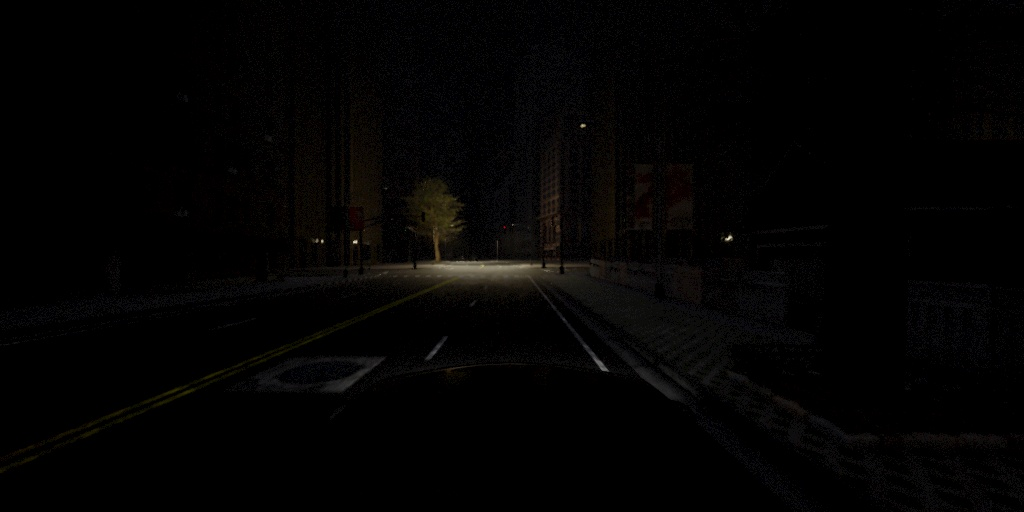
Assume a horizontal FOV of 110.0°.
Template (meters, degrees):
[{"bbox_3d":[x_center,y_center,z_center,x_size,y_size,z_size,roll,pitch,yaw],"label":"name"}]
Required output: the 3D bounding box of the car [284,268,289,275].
[{"bbox_3d":[-27.360,1.494,39.740,4.674,1.442,1.812,0,0,0],"label":"car"}]
